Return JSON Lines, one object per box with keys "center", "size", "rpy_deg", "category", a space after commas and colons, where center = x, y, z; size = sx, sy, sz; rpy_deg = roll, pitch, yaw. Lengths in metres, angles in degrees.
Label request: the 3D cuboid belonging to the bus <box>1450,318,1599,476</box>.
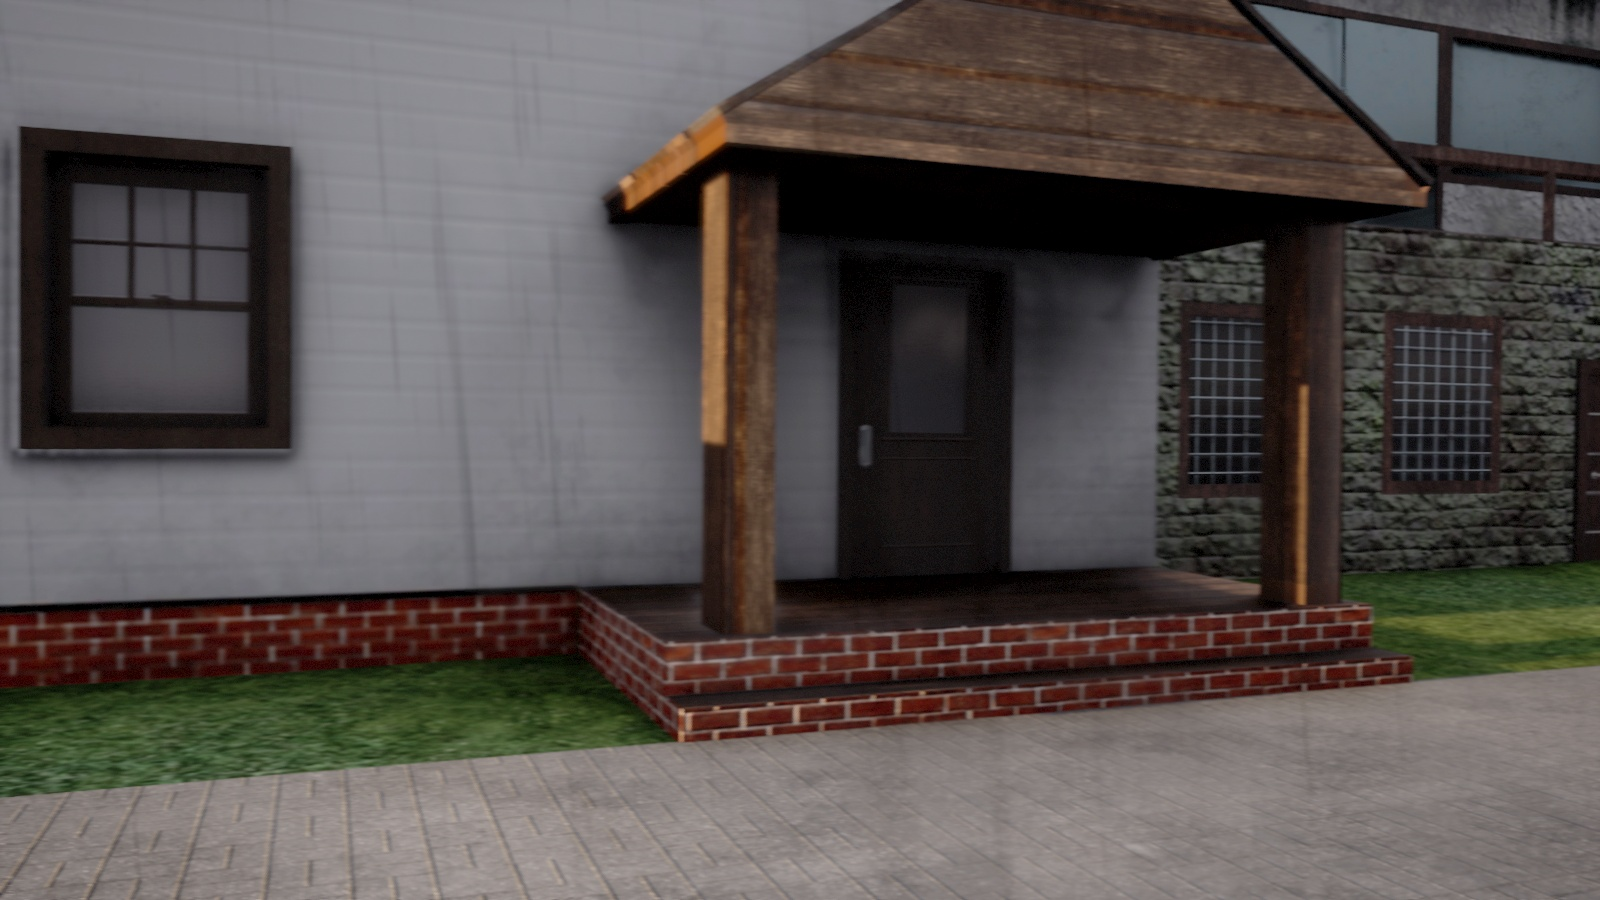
{"center": [23.480, -1.451, 34.257], "size": [3.944, 4.253, 10.273], "rpy_deg": [-1, 2, -19], "category": "bus"}
